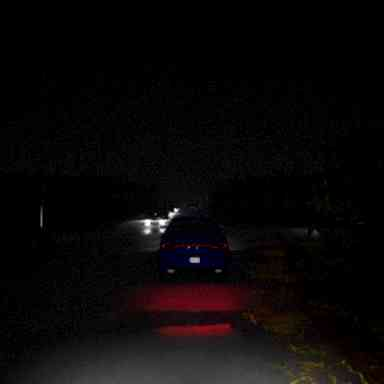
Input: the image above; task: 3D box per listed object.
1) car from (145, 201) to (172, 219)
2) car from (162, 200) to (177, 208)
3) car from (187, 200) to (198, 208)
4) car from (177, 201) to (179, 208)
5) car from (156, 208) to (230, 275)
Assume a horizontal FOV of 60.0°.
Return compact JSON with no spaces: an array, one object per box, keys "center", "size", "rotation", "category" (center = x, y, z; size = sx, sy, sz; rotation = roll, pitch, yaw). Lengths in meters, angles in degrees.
[{"center":[-3.197,1.778,30.975],"size":[1.994,1.385,4.181],"rotation":[0,-1,0],"category":"car"},{"center":[-3.204,1.760,41.838],"size":[1.837,1.490,4.892],"rotation":[0,0,0],"category":"car"},{"center":[0.085,2.176,61.758],"size":[2.128,1.511,4.902],"rotation":[0,-1,0],"category":"car"},{"center":[-3.180,2.023,56.008],"size":[2.128,1.511,4.902],"rotation":[0,-2,0],"category":"car"},{"center":[-0.007,1.496,10.539],"size":[1.882,1.535,5.008],"rotation":[0,0,-2],"category":"car"}]
